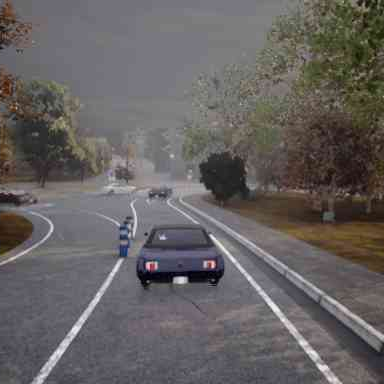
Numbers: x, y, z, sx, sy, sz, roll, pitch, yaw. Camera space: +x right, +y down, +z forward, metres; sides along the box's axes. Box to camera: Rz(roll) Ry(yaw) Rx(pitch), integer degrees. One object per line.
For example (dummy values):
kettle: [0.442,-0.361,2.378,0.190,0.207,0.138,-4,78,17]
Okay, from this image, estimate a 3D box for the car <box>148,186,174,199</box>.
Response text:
car: [-3.324,-0.057,36.827,1.895,1.301,4.718,1,4,8]

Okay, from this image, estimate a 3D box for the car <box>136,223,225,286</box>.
car: [-0.380,1.509,9.179,1.895,1.301,4.718,0,1,-4]

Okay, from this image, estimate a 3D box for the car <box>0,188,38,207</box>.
car: [-15.784,0.404,29.665,4.674,1.442,1.812,3,5,30]

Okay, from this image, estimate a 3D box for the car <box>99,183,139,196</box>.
car: [-8.601,-0.330,39.389,4.674,1.442,1.812,-3,6,-34]
